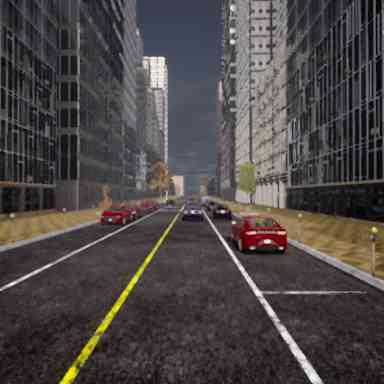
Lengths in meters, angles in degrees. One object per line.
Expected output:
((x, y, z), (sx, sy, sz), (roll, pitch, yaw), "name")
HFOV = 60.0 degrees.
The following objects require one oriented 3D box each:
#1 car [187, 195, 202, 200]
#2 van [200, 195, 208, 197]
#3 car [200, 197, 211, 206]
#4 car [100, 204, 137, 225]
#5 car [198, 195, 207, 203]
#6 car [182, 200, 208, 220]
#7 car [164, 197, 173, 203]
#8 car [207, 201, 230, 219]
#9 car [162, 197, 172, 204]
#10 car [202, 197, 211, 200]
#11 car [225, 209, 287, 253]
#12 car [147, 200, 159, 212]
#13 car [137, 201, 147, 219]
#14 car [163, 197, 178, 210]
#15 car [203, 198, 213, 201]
((-0.012, 1.737, 49.716), (2.033, 1.649, 4.856), (0, 0, 0), "car")
((2.674, 1.701, 59.602), (1.690, 1.788, 3.998), (0, 0, 0), "van")
((2.672, 1.830, 65.292), (1.967, 1.590, 4.097), (0, 0, 0), "car")
((-5.697, 1.710, 25.450), (1.887, 1.381, 4.507), (0, 0, 0), "car")
((2.666, 1.817, 88.061), (2.192, 1.841, 5.009), (0, 0, 0), "car")
((0.077, 1.740, 30.038), (2.033, 1.411, 5.357), (0, 0, 0), "car")
((-5.714, 2.025, 82.377), (2.008, 1.369, 4.403), (0, 0, 0), "car")
((2.682, 1.765, 31.139), (1.947, 1.339, 4.313), (0, 0, 0), "car")
((-5.712, 1.971, 76.514), (1.752, 1.417, 4.829), (0, 0, 0), "car")
((2.675, 1.895, 53.907), (1.947, 1.339, 4.313), (0, 0, 0), "car")
((2.687, 1.639, 14.062), (1.887, 1.381, 4.507), (0, 0, 0), "car")
((-5.702, 1.810, 42.529), (1.887, 1.381, 4.507), (0, 0, 0), "car")
((-5.699, 1.781, 31.144), (1.802, 1.307, 4.206), (0, 0, 0), "car")
((-3.098, 1.807, 49.114), (1.837, 1.490, 4.892), (0, 0, 0), "car")
((2.678, 1.832, 42.523), (1.947, 1.339, 4.313), (0, 0, 0), "car")
